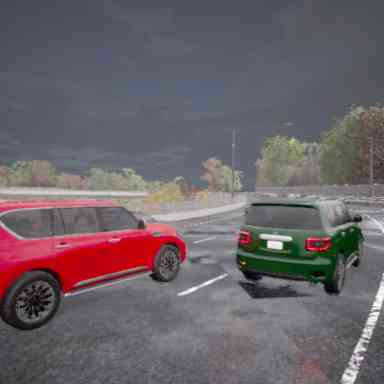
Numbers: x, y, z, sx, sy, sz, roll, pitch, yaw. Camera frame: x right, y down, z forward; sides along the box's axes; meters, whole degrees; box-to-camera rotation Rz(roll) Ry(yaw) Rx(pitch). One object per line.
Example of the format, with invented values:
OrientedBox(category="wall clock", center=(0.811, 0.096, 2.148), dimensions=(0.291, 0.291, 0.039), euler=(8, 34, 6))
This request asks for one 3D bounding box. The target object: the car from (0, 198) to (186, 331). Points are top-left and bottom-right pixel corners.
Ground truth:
OrientedBox(category="car", center=(-2.420, 1.142, 7.096), dimensions=(2.150, 2.045, 5.566), euler=(1, 1, 36))

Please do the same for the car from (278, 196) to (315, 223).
OrientedBox(category="car", center=(7.921, 1.208, 24.928), dimensions=(2.097, 1.767, 4.553), euler=(1, 1, 25))

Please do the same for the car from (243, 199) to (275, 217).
OrientedBox(category="car", center=(6.047, 1.368, 29.493), dimensions=(1.994, 1.385, 4.181), euler=(1, 0, 23))

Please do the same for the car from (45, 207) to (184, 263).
OrientedBox(category="car", center=(-2.636, 1.418, 12.893), dimensions=(2.033, 1.411, 5.357), euler=(1, 1, 33))

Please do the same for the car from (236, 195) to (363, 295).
OrientedBox(category="car", center=(3.165, 1.168, 9.008), dimensions=(2.150, 2.045, 5.566), euler=(1, 1, 33))
